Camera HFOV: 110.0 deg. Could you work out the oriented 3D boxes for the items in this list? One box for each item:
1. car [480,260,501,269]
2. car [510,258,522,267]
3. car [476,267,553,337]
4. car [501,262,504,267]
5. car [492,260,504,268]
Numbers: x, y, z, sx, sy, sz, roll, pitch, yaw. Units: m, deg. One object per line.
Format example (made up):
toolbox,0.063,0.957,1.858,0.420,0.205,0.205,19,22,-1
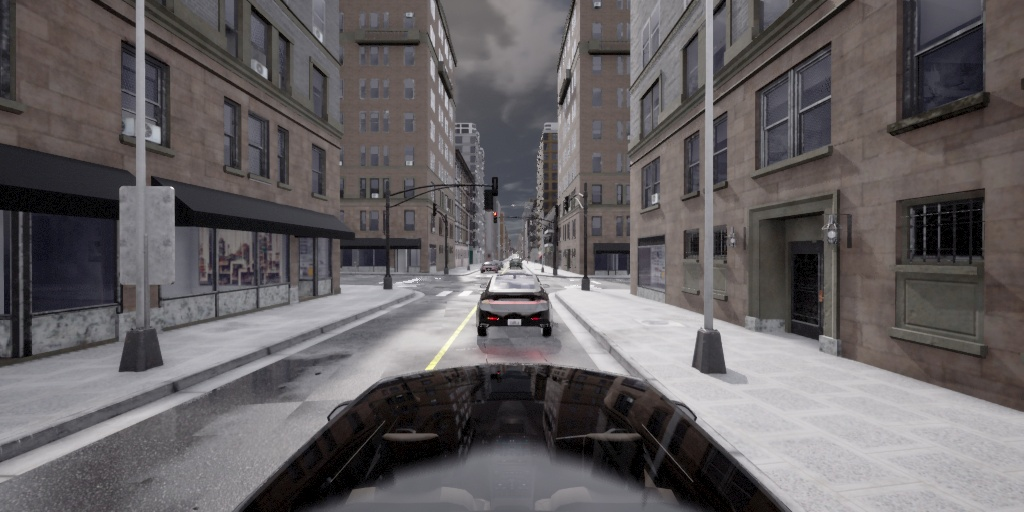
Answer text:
car,-2.713,1.372,43.967,1.994,1.385,4.181,0,0,1
car,0.649,1.197,61.694,2.097,1.767,4.553,0,0,1
car,0.075,1.243,10.311,2.128,1.511,4.902,0,0,1
car,-2.617,1.334,53.919,1.837,1.490,4.892,0,0,0
car,-2.491,1.451,64.036,1.895,1.301,4.718,0,0,1
